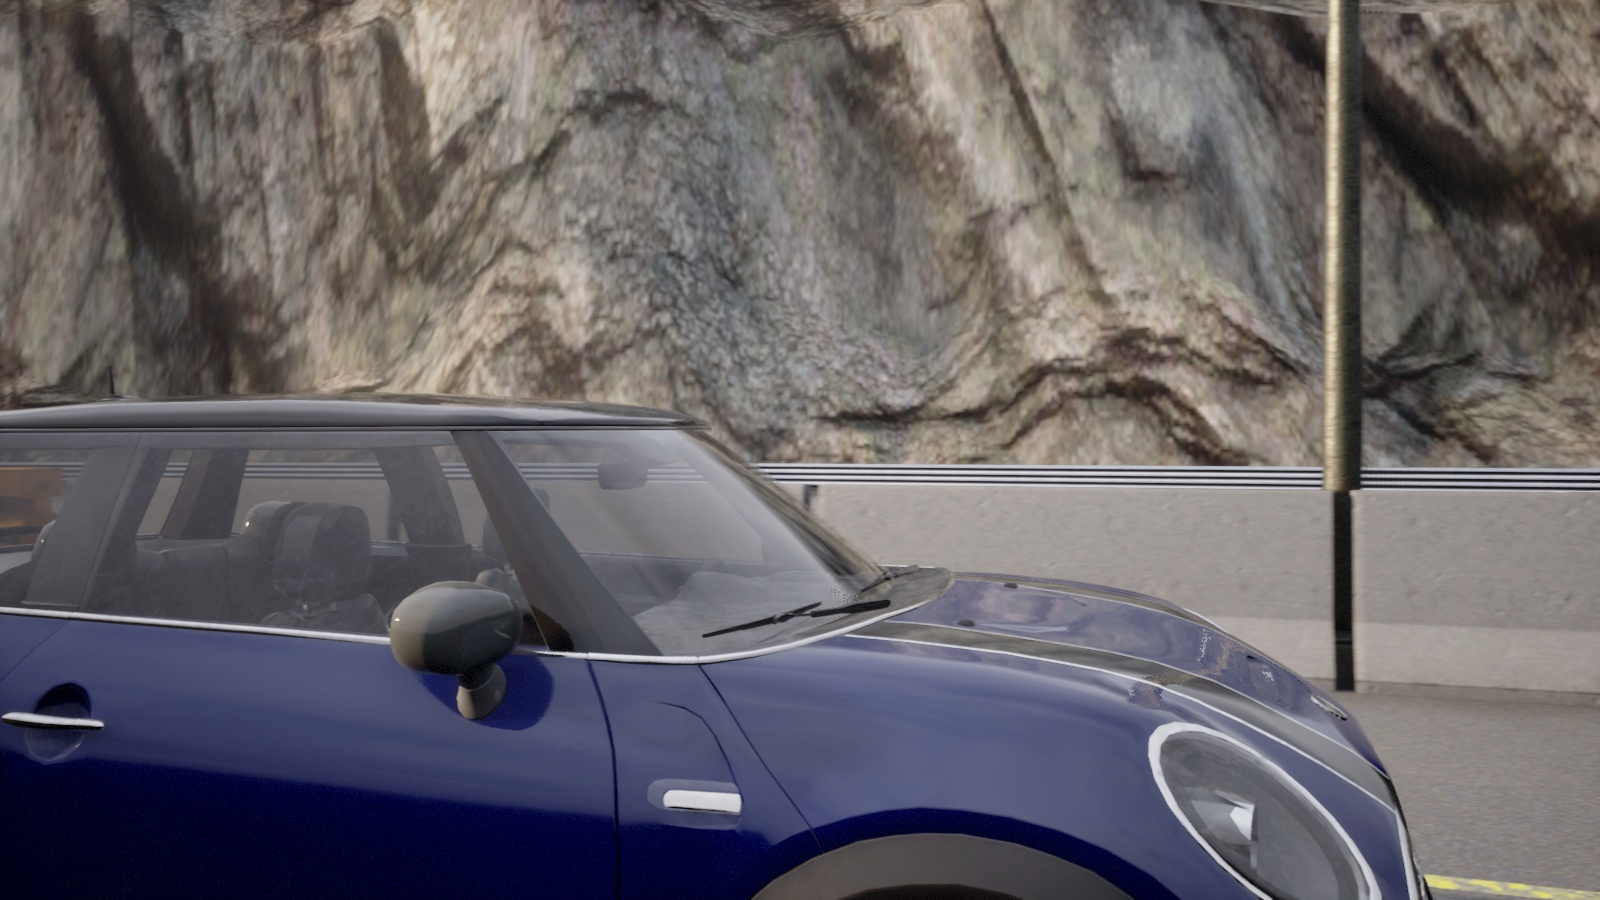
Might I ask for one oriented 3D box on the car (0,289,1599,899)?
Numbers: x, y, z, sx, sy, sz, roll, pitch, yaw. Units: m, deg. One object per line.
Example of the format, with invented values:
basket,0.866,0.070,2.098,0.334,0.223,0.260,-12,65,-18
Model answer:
car,-0.738,0.626,3.436,4.553,1.767,2.097,1,1,18
